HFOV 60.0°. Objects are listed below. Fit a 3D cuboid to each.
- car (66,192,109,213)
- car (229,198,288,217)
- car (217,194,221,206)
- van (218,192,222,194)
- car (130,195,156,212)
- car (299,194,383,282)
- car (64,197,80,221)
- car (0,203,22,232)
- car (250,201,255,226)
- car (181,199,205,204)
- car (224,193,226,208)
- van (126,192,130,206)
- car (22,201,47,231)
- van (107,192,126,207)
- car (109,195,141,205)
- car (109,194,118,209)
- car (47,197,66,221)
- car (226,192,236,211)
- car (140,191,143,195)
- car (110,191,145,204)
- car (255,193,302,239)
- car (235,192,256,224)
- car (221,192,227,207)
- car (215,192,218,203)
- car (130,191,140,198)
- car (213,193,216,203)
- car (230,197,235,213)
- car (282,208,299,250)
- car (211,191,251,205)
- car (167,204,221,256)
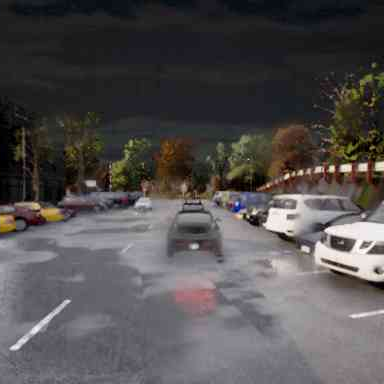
[{"bbox_3d":[-11.026,1.194,33.268,4.553,1.767,2.185,-1,0,-20],"label":"car"},{"bbox_3d":[5.916,1.366,29.678,4.792,1.488,2.163,1,1,-20],"label":"car"},{"bbox_3d":[5.963,1.291,38.751,4.892,1.521,2.231,1,1,-20],"label":"car"},{"bbox_3d":[6.069,1.050,41.818,4.442,1.987,1.878,1,0,-20],"label":"van"},{"bbox_3d":[-5.088,1.343,36.107,1.812,1.442,4.674,0,0,0],"label":"car"},{"bbox_3d":[5.906,1.191,8.517,5.566,2.045,2.435,1,1,-20],"label":"car"},{"bbox_3d":[-10.980,1.393,24.418,4.792,1.488,2.163,-1,0,-20],"label":"car"},{"bbox_3d":[-11.182,1.408,15.455,5.366,1.575,1.946,-1,1,-20],"label":"car"},{"bbox_3d":[5.922,1.398,17.606,4.892,1.521,2.231,1,0,-20],"label":"car"},{"bbox_3d":[0.095,1.342,29.628,2.128,1.511,4.902,0,0,0],"label":"car"},{"bbox_3d":[5.922,1.195,32.701,4.553,1.767,2.185,1,0,-20],"label":"car"},{"bbox_3d":[-11.097,1.033,45.069,4.442,1.987,1.878,-1,1,-20],"label":"van"},{"bbox_3d":[-11.009,1.393,18.488,5.008,1.535,2.097,-1,1,-20],"label":"car"},{"bbox_3d":[-11.100,1.049,42.110,4.442,1.987,1.878,-1,1,-20],"label":"van"},{"bbox_3d":[-10.960,1.239,54.014,4.792,1.488,2.163,-1,0,-20],"label":"car"},{"bbox_3d":[-10.993,1.305,36.244,4.892,1.521,2.231,-1,1,-20],"label":"car"},{"bbox_3d":[-11.176,1.379,21.372,5.366,1.575,1.946,-1,1,-20],"label":"car"},{"bbox_3d":[5.974,1.101,26.675,5.566,2.045,2.435,1,0,-20],"label":"car"},{"bbox_3d":[-10.959,0.974,51.046,5.566,2.045,2.435,-1,0,-20],"label":"car"},{"bbox_3d":[-10.999,0.943,56.930,5.566,2.045,2.435,-1,1,-20],"label":"car"},{"bbox_3d":[5.966,1.162,14.584,5.566,2.045,2.435,1,0,-20],"label":"car"},{"bbox_3d":[5.910,1.131,20.612,5.566,2.045,2.435,1,1,-20],"label":"car"},{"bbox_3d":[5.916,1.180,35.730,4.553,1.767,2.185,1,0,-20],"label":"car"},{"bbox_3d":[5.996,1.133,44.801,4.553,1.767,2.185,1,1,-20],"label":"car"},{"bbox_3d":[-10.963,0.990,48.086,5.566,2.045,2.435,-1,0,-20],"label":"car"},{"bbox_3d":[5.946,0.990,47.799,5.566,2.045,2.435,1,1,-20],"label":"car"},{"bbox_3d":[5.768,1.362,23.576,5.366,1.575,1.946,1,1,-20],"label":"car"},{"bbox_3d":[5.902,1.457,11.542,4.792,1.488,2.163,1,1,-20],"label":"car"},{"bbox_3d":[5.990,0.975,50.859,5.566,2.045,2.435,1,0,-20],"label":"car"},{"bbox_3d":[0.077,1.440,12.818,1.837,1.490,4.892,0,0,0],"label":"car"}]
